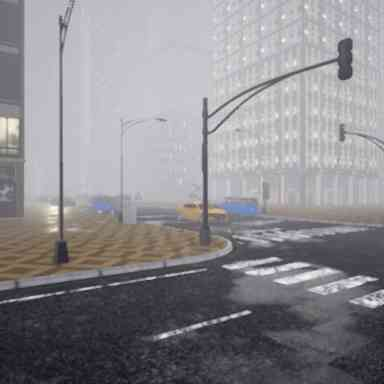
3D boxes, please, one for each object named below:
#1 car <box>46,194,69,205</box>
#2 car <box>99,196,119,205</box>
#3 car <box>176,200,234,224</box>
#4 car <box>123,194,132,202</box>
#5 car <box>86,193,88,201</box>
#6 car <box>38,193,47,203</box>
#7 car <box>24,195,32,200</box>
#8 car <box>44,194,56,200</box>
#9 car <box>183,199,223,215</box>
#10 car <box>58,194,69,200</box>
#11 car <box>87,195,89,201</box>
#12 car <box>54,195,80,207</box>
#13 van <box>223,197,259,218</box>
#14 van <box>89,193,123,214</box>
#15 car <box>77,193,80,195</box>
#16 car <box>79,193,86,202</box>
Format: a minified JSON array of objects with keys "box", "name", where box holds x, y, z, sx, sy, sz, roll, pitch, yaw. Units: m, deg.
[{"box":[-21.376,1.412,53.175,2.008,1.369,4.403,0,0,-34],"name":"car"},{"box":[-14.424,1.397,57.855,1.887,1.381,4.507,0,0,-34],"name":"car"},{"box":[0.650,1.499,25.082,1.882,1.535,5.008,0,0,-34],"name":"car"},{"box":[-11.330,1.193,53.259,2.192,1.841,5.009,0,0,-34],"name":"car"},{"box":[-17.517,1.141,62.450,2.192,1.841,5.009,0,0,-34],"name":"car"},{"box":[-27.562,1.391,62.366,1.802,1.307,4.206,0,0,-34],"name":"car"},{"box":[-39.935,1.286,80.747,1.802,1.307,4.206,0,0,-34],"name":"car"},{"box":[-36.994,1.230,86.562,1.994,1.385,4.181,0,0,-34],"name":"car"},{"box":[1.058,1.524,34.894,1.887,1.381,4.507,0,0,-34],"name":"car"},{"box":[-33.077,1.220,85.568,1.752,1.417,4.829,0,0,-34],"name":"car"},{"box":[-11.831,1.424,43.652,1.837,1.490,4.892,0,0,-34],"name":"car"},{"box":[-18.283,1.453,48.580,1.947,1.339,4.313,0,0,-34],"name":"car"},{"box":[4.227,1.346,30.350,1.690,1.788,3.998,0,0,-34],"name":"van"},{"box":[-9.003,1.305,34.794,1.690,1.788,3.998,0,0,-34],"name":"van"},{"box":[-23.702,1.089,71.641,2.192,1.841,5.009,0,0,-34],"name":"car"},{"box":[-20.611,1.366,67.046,1.947,1.339,4.313,0,0,-34],"name":"car"}]
